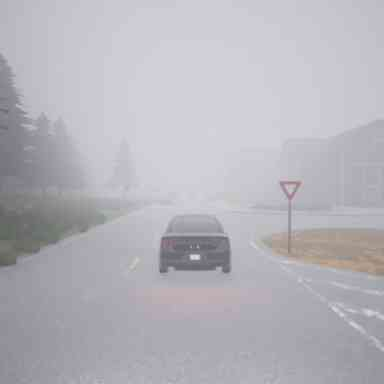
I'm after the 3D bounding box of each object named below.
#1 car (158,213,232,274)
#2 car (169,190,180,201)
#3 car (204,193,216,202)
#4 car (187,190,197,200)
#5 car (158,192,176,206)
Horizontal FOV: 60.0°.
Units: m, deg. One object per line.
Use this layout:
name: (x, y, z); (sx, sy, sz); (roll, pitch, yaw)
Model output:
car: (0.083, 1.386, 10.308); (1.882, 1.535, 5.008); (0, 0, 0)
car: (-3.514, 0.674, 62.379); (2.150, 2.045, 5.566); (0, 0, 1)
car: (2.982, 0.952, 57.374); (1.816, 1.474, 4.193); (-6, 1, -2)
car: (0.012, 0.939, 68.926); (2.033, 1.411, 5.357); (0, 1, 0)
car: (-3.577, 1.118, 46.520); (1.812, 1.442, 4.674); (0, 1, 0)
